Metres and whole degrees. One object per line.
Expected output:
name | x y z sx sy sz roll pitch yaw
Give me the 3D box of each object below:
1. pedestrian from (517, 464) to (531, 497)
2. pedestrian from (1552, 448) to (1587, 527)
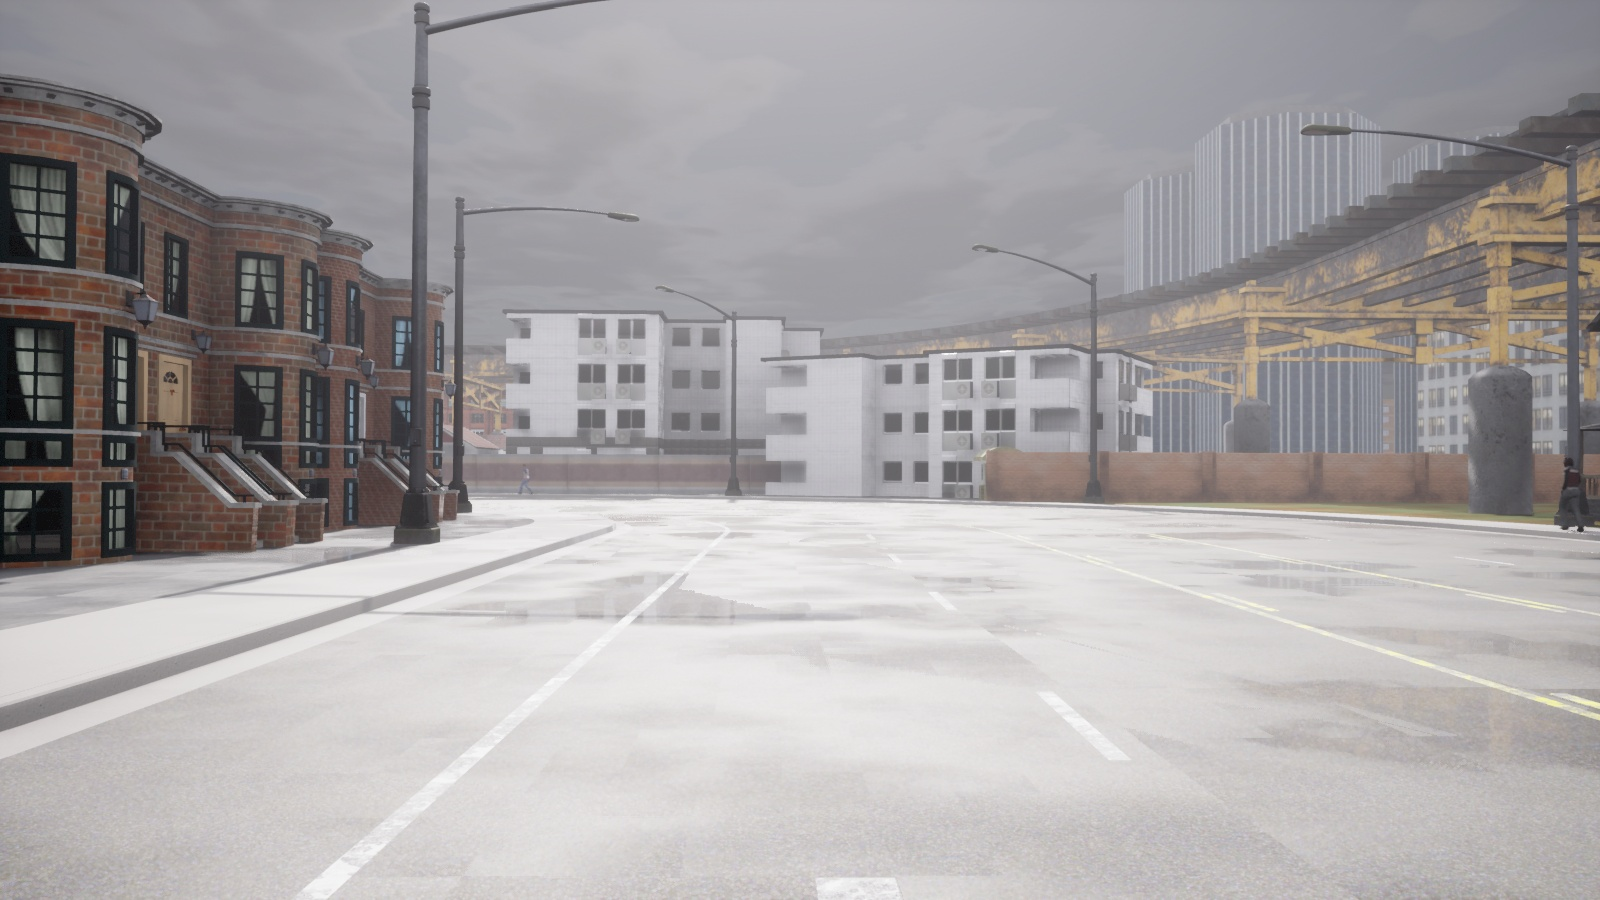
pedestrian | -15.741 1.734 71.710 0.706 1.836 0.354 0 -1 8
pedestrian | 18.865 0.910 30.811 0.402 1.930 0.666 0 -1 -3
